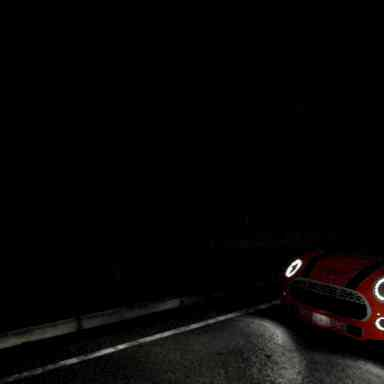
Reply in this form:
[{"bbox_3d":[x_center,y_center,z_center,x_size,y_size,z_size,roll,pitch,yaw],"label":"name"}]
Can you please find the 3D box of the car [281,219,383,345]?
[{"bbox_3d":[3.803,1.354,6.375,4.553,1.767,2.097,0,0,-35],"label":"car"}]
